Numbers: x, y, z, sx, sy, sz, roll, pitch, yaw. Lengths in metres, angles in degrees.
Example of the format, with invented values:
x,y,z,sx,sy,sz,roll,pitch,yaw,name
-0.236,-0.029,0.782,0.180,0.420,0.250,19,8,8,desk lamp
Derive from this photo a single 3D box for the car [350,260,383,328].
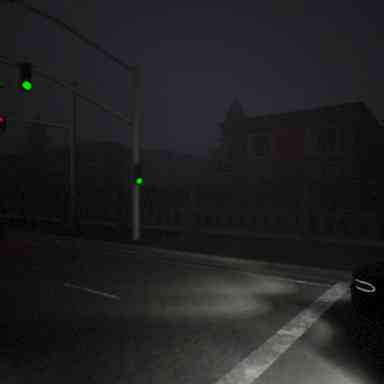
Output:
x,y,z,sx,sy,sz,roll,pitch,yaw,name
5.001,1.469,4.726,5.008,1.535,1.882,0,0,36,car

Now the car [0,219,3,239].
x,y,z,sx,sy,sz,roll,pitch,yaw,name
-11.345,1.460,16.393,4.553,1.767,2.097,0,0,35,car
